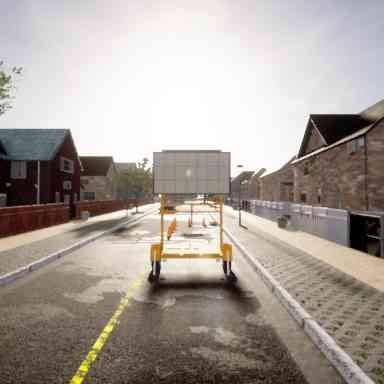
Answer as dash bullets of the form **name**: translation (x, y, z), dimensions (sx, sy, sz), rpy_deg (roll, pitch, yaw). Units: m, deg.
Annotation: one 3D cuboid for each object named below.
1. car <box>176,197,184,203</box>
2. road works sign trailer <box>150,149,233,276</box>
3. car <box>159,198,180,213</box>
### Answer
- **car**: translation (-2.780, 1.800, 70.594), dimensions (2.097, 1.767, 4.553), rpy_deg (0, -1, 0)
- **road works sign trailer**: translation (-0.008, 0.483, 10.393), dimensions (2.380, 3.560, 2.880), rpy_deg (0, 0, 1)
- **car**: translation (-2.867, 1.716, 39.976), dimensions (2.033, 1.411, 5.357), rpy_deg (0, 0, 0)
